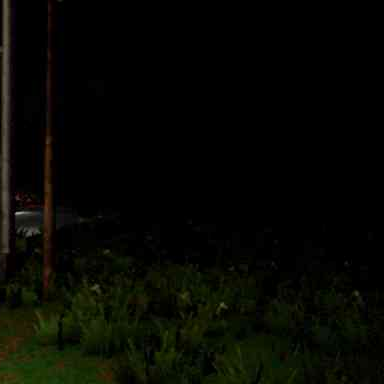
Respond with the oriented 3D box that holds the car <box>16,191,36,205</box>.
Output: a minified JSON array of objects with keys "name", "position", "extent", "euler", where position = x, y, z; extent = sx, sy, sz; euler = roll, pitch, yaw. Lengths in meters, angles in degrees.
[{"name":"car","position":[-19.183,0.653,37.318],"extent":[1.882,1.535,5.008],"euler":[0,1,-44]}]

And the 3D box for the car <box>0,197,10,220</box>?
[{"name":"car","position":[-12.806,1.063,19.854],"extent":[2.033,1.411,5.357],"euler":[1,1,-13]}]
